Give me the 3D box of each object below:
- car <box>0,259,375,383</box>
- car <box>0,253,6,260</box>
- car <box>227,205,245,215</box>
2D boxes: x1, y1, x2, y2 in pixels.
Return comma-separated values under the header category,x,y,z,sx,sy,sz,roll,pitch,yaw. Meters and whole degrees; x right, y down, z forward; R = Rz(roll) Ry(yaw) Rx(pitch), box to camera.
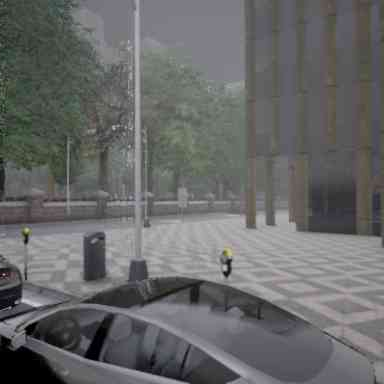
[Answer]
category,x,y,z,sx,sy,sz,roll,pitch,yaw
car,-0.547,1.578,3.354,4.313,1.339,1.947,0,0,35
car,-5.039,1.592,6.550,4.403,1.369,2.008,0,0,35
car,7.259,2.624,49.547,2.033,1.411,5.357,0,-2,36
